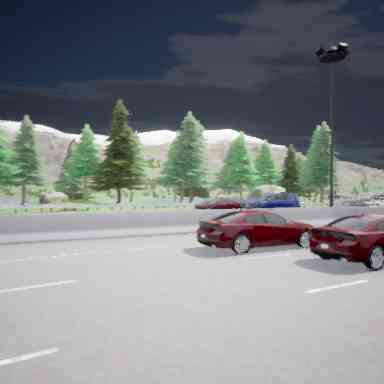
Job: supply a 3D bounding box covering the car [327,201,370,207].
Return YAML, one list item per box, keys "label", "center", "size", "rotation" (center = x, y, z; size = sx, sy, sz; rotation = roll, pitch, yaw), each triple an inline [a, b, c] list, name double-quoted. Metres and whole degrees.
- label: "car"
  center: [13.382, 1.494, 28.558]
  size: [5.357, 1.411, 2.033]
  rotation: [0, 0, -15]

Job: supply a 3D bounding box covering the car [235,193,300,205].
- label: "car"
  center: [7.151, 1.132, 30.291]
  size: [5.566, 2.045, 2.150]
  rotation: [0, 0, -19]

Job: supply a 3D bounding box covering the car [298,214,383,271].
- label: "car"
  center: [6.128, 1.461, 10.857]
  size: [5.008, 1.535, 1.882]
  rotation: [0, 0, -26]

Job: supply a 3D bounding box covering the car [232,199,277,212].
- label: "car"
  center: [7.047, 1.481, 37.579]
  size: [4.718, 1.301, 1.895]
  rotation: [0, 0, -17]

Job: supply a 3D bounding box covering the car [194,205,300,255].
- label: "car"
  center: [2.604, 1.436, 13.031]
  size: [5.008, 1.535, 1.882]
  rotation: [0, 0, -27]

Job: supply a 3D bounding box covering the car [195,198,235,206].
- label: "car"
  center: [2.664, 1.359, 32.320]
  size: [5.008, 1.535, 1.882]
  rotation: [0, 0, -21]
